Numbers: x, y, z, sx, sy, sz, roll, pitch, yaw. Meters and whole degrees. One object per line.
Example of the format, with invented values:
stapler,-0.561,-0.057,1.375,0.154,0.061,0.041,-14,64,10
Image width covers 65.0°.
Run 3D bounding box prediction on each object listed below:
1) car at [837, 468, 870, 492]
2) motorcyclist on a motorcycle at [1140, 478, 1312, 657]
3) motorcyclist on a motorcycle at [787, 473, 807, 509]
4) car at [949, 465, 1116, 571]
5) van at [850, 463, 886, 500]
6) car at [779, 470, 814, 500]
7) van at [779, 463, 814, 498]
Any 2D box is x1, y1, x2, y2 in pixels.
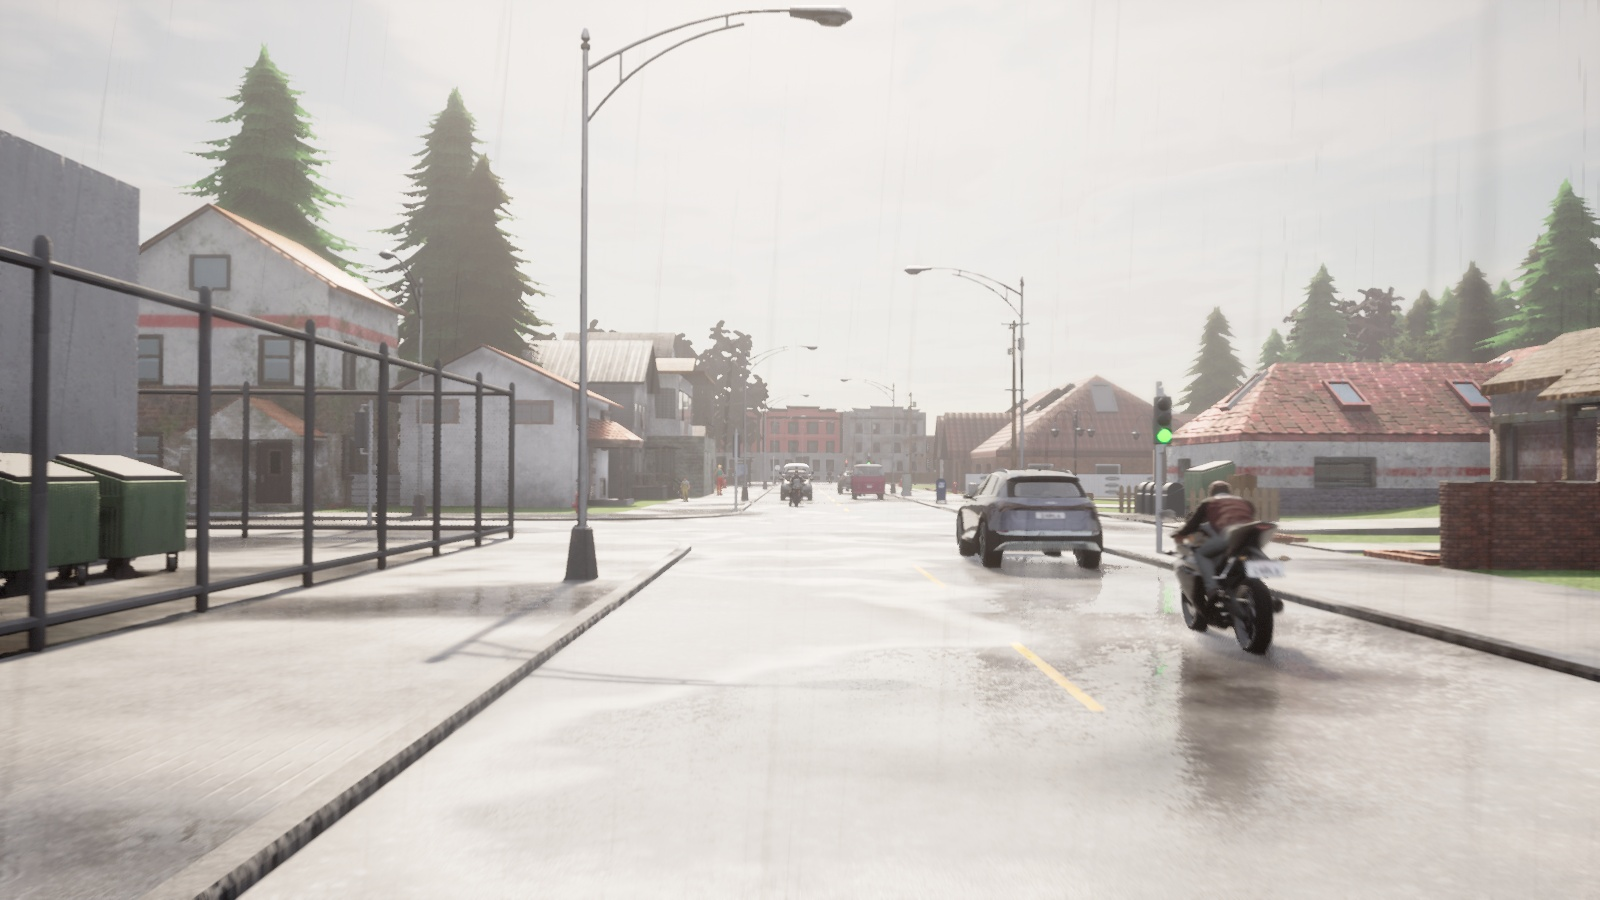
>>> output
car,3.774,2.098,89.091,2.152,1.651,5.027,0,-1,0
motorcyclist on a motorcycle,3.970,1.038,11.917,0.866,1.530,2.191,0,-1,0
motorcyclist on a motorcycle,-0.141,1.803,55.829,0.866,1.530,2.191,0,-1,0
car,3.943,1.108,22.175,2.033,1.649,4.856,0,-1,0
van,3.820,1.764,71.044,1.775,1.987,4.442,0,-1,0
car,-0.173,1.882,68.515,1.851,1.617,3.988,0,-1,0
van,-0.196,1.852,77.002,2.069,2.038,4.480,0,-1,0
